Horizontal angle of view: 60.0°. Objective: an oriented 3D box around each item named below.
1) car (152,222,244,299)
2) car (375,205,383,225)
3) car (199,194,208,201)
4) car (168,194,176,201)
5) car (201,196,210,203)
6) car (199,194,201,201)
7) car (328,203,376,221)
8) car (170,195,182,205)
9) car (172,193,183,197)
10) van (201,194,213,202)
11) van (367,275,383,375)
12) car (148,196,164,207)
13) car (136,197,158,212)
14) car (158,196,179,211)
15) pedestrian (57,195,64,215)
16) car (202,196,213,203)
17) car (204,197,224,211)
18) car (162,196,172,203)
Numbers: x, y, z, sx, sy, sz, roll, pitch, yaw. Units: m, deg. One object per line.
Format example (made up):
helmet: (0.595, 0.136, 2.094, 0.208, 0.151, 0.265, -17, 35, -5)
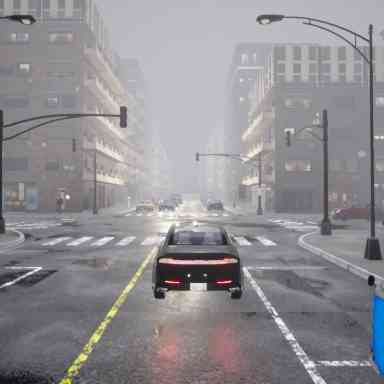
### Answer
car: (0.121, 1.494, 8.419, 2.128, 1.511, 4.902, 0, 0, 0)
car: (13.586, 1.583, 19.654, 4.313, 1.339, 1.947, 0, -1, 1)
car: (2.911, 1.351, 85.017, 2.192, 1.841, 5.009, 1, 0, 0)
car: (-5.458, 1.480, 90.680, 1.967, 1.590, 4.097, 1, 0, 0)
car: (2.879, 1.612, 73.732, 1.802, 1.307, 4.206, 1, 0, 0)
car: (2.867, 1.552, 68.259, 1.752, 1.417, 4.829, 1, 0, 0)
car: (13.709, 1.608, 28.035, 4.097, 1.590, 1.967, 0, -1, 1)
car: (-2.972, 1.544, 50.778, 1.812, 1.442, 4.674, 0, 0, 0)
car: (-2.915, 1.245, 61.515, 2.150, 2.045, 5.566, 0, 0, 1)
van: (2.843, 1.362, 56.804, 1.690, 1.788, 3.998, 1, 0, 0)
van: (2.679, 1.342, 1.930, 1.690, 1.788, 3.998, 1, 0, 0)
car: (-5.553, 1.459, 51.182, 1.967, 1.590, 4.097, 1, 0, 0)
car: (-5.581, 1.539, 39.726, 1.752, 1.417, 4.829, 1, 0, 0)
car: (-3.003, 1.562, 40.874, 2.033, 1.411, 5.357, 0, 0, 0)
pedestrian: (-12.464, 1.217, 31.355, 0.375, 1.860, 0.375, 0, -1, 1)
car: (2.812, 1.567, 45.519, 2.008, 1.369, 4.403, 1, 0, 0)
car: (2.799, 1.580, 39.877, 1.947, 1.339, 4.313, 1, 0, 0)
car: (-5.500, 1.574, 73.752, 1.887, 1.381, 4.507, 1, 0, 0)
